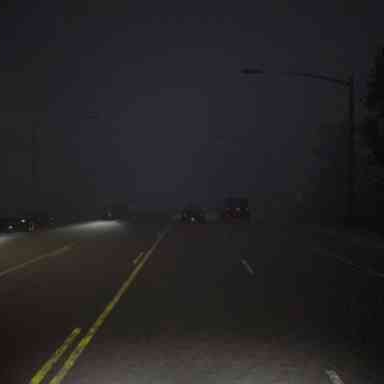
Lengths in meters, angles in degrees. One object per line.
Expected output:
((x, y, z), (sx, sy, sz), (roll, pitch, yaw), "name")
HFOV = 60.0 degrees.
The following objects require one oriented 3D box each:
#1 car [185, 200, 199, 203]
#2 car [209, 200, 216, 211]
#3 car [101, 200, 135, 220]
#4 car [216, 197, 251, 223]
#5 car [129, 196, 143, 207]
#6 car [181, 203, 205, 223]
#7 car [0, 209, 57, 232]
((0.032, 1.893, 50.111), (1.882, 1.535, 5.008), (0, -1, 0), "car")
((3.535, 1.925, 48.238), (1.812, 1.442, 4.674), (0, 0, 0), "car")
((-7.140, 1.753, 31.355), (2.128, 1.511, 4.902), (0, 0, 0), "car")
((3.563, 1.458, 28.363), (2.150, 2.045, 5.566), (0, 0, 0), "car")
((-10.606, 1.784, 62.952), (2.150, 2.045, 5.566), (0, 0, 0), "car")
((0.062, 1.832, 27.753), (1.895, 1.301, 4.718), (0, 0, 0), "car")
((-10.630, 1.783, 21.688), (1.895, 1.301, 4.718), (0, 0, 0), "car")
